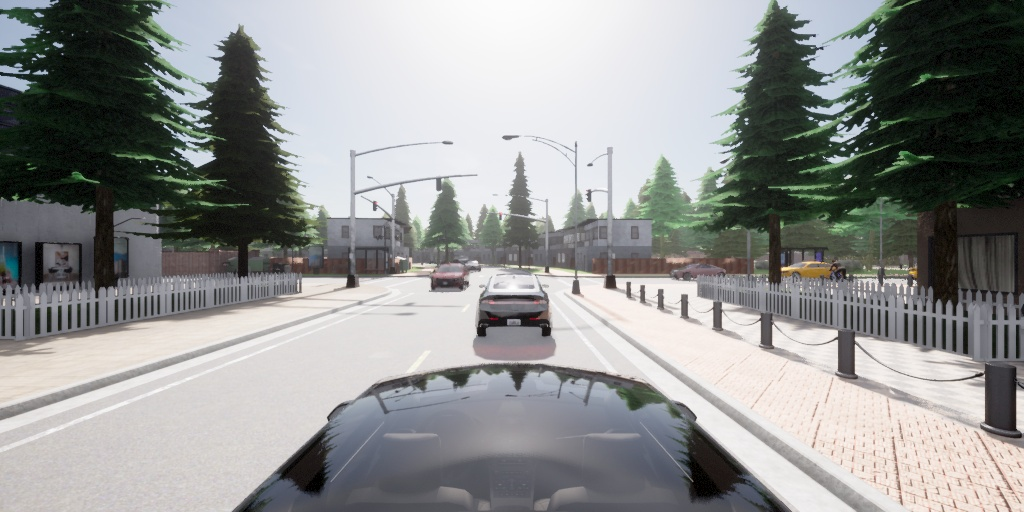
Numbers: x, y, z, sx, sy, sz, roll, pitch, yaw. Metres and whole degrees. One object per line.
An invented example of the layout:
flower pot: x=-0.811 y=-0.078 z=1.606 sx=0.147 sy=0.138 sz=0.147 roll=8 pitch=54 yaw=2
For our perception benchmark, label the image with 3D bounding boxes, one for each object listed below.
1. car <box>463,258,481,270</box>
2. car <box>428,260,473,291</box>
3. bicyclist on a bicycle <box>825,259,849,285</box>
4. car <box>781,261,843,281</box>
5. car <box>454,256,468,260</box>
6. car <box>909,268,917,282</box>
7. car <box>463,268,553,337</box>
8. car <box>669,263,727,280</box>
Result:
car: x=-4.944 y=1.279 z=45.409 sx=1.994 sy=1.385 sz=4.181 roll=0 pitch=0 yaw=-7
car: x=-3.723 y=1.223 z=22.152 sx=1.882 sy=1.535 sz=5.008 roll=0 pitch=0 yaw=-1
bicyclist on a bicycle: x=19.886 y=1.035 z=21.978 sx=0.582 sy=1.620 sz=1.656 roll=0 pitch=0 yaw=2
car: x=24.174 y=1.212 z=29.341 sx=5.008 sy=1.535 sz=1.882 roll=0 pitch=0 yaw=2
car: x=-8.370 y=0.936 z=60.498 sx=2.150 sy=2.045 sz=5.566 roll=0 pitch=0 yaw=-21
car: x=31.418 y=1.212 z=25.433 sx=5.008 sy=1.535 sz=1.882 roll=0 pitch=0 yaw=2
car: x=0.056 y=1.242 z=10.291 sx=2.128 sy=1.511 sz=4.902 roll=0 pitch=0 yaw=0
car: x=15.295 y=1.299 z=29.595 sx=4.181 sy=1.385 sz=1.994 roll=0 pitch=0 yaw=2
